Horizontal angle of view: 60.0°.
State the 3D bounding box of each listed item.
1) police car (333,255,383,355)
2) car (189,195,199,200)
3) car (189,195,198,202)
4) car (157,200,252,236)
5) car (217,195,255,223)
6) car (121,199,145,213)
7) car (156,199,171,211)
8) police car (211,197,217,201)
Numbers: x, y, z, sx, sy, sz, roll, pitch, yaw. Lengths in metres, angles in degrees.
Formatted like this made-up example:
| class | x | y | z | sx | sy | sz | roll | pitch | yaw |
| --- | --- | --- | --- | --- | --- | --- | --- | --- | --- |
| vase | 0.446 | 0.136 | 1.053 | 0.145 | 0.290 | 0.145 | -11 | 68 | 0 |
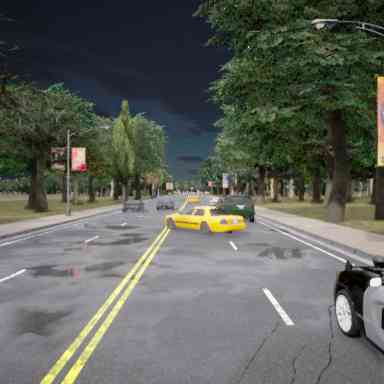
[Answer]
| class | x | y | z | sx | sy | sz | roll | pitch | yaw |
| --- | --- | --- | --- | --- | --- | --- | --- | --- | --- |
| police car | 3.280 | 1.424 | 3.703 | 1.930 | 1.638 | 5.238 | 0 | 0 | 0 |
| car | 0.407 | 1.424 | 65.138 | 1.882 | 1.535 | 5.008 | 0 | -1 | 1 |
| car | 0.359 | 1.442 | 79.117 | 2.128 | 1.511 | 4.902 | 0 | 0 | 0 |
| car | 0.489 | 1.449 | 18.398 | 1.801 | 1.575 | 5.366 | 0 | 0 | -40 |
| car | 3.434 | 1.211 | 25.634 | 2.150 | 2.045 | 5.566 | 0 | 0 | 0 |
| car | -6.355 | 1.530 | 36.693 | 2.033 | 1.411 | 5.357 | 0 | 0 | 0 |
| car | -3.092 | 1.544 | 39.518 | 1.994 | 1.385 | 4.181 | 0 | 0 | 0 |
| police car | 3.493 | 1.488 | 36.609 | 2.038 | 1.542 | 4.974 | 0 | 0 | 0 |
